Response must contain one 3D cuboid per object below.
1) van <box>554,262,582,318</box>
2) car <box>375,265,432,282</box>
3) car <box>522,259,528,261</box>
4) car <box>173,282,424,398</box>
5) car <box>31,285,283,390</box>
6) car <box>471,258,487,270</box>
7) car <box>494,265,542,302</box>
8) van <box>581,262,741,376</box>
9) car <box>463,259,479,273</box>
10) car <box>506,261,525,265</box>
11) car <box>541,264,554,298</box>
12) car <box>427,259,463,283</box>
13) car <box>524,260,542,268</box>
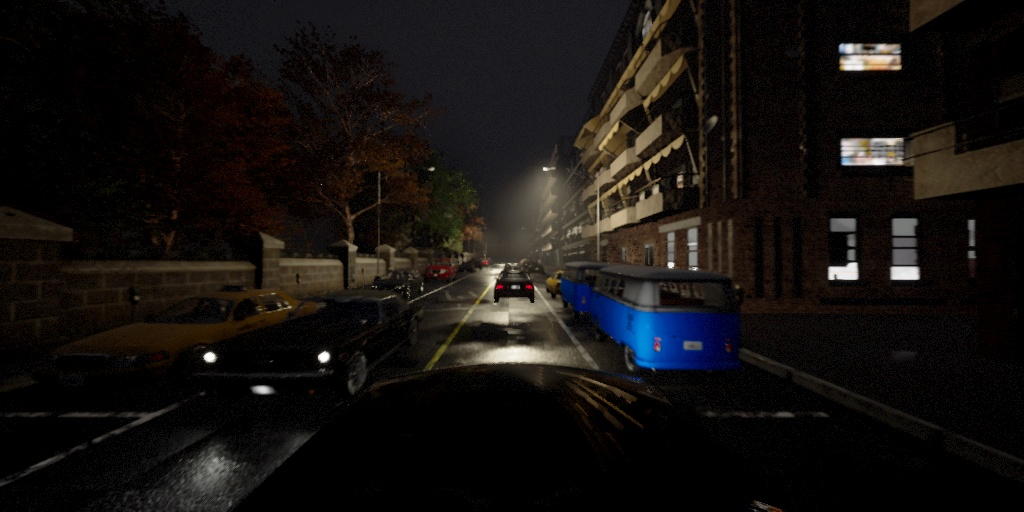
[{"bbox_3d":[2.687,1.118,12.723,1.690,1.789,3.998,0,0,0],"label":"van"},{"bbox_3d":[-5.697,1.342,18.242,2.007,1.370,4.403,0,0,0],"label":"car"},{"bbox_3d":[2.669,1.439,51.387,1.948,1.339,4.313,0,0,0],"label":"car"},{"bbox_3d":[-3.103,1.363,6.672,1.895,1.301,4.718,0,0,0],"label":"car"},{"bbox_3d":[-5.692,1.289,7.026,1.751,1.417,4.829,0,0,0],"label":"car"},{"bbox_3d":[-5.715,1.202,56.907,2.192,1.841,5.009,0,0,0],"label":"car"},{"bbox_3d":[0.093,1.336,17.215,2.033,1.411,5.357,0,0,0],"label":"car"},{"bbox_3d":[2.689,1.104,7.200,1.690,1.789,3.998,0,0,0],"label":"van"},{"bbox_3d":[-5.709,1.425,45.860,1.948,1.339,4.313,0,0,0],"label":"car"},{"bbox_3d":[0.084,1.443,38.767,1.895,1.301,4.718,0,0,0],"label":"car"},{"bbox_3d":[2.684,1.316,18.416,1.751,1.417,4.829,0,0,0],"label":"car"},{"bbox_3d":[-5.702,1.133,29.289,2.192,1.841,5.009,0,0,0],"label":"car"},{"bbox_3d":[2.673,1.411,40.339,1.948,1.339,4.313,0,0,0],"label":"car"}]
